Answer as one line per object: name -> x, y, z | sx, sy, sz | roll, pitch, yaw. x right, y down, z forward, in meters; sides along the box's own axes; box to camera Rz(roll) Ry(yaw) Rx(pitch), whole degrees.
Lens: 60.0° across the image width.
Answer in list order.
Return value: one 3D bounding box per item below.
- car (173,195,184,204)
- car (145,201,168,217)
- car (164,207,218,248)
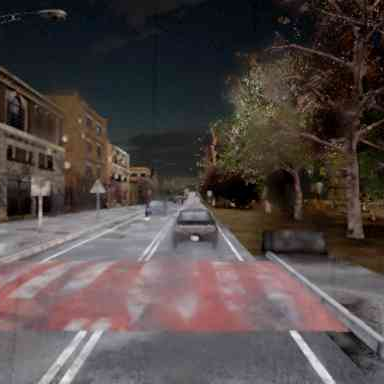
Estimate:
car -> -2.946, 1.682, 72.848 | 2.150, 2.045, 5.566 | 0, -1, 0
car -> -3.279, 1.553, 31.414 | 1.812, 1.442, 4.674 | 0, 0, 0
car -> 0.117, 1.511, 14.843 | 2.128, 1.511, 4.902 | 0, 0, 0
